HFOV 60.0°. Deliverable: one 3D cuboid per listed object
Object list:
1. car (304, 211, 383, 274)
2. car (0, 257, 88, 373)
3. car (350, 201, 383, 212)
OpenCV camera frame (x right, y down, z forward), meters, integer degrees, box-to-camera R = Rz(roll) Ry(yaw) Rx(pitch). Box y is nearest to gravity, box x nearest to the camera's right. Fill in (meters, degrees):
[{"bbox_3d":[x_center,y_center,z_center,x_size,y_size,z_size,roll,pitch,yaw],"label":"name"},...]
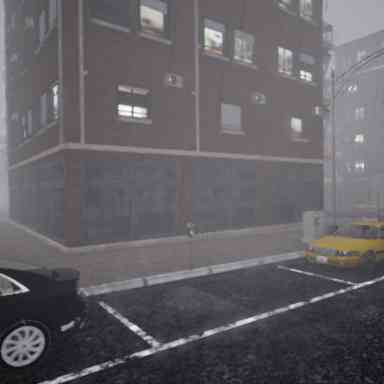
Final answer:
[{"bbox_3d":[5.525,1.516,10.519,4.829,1.417,1.752,0,-1,-36],"label":"car"},{"bbox_3d":[-3.556,1.552,4.035,4.403,1.369,2.008,0,-1,-36],"label":"car"},{"bbox_3d":[19.449,1.473,35.428,1.752,1.417,4.829,-1,1,-36],"label":"car"}]
